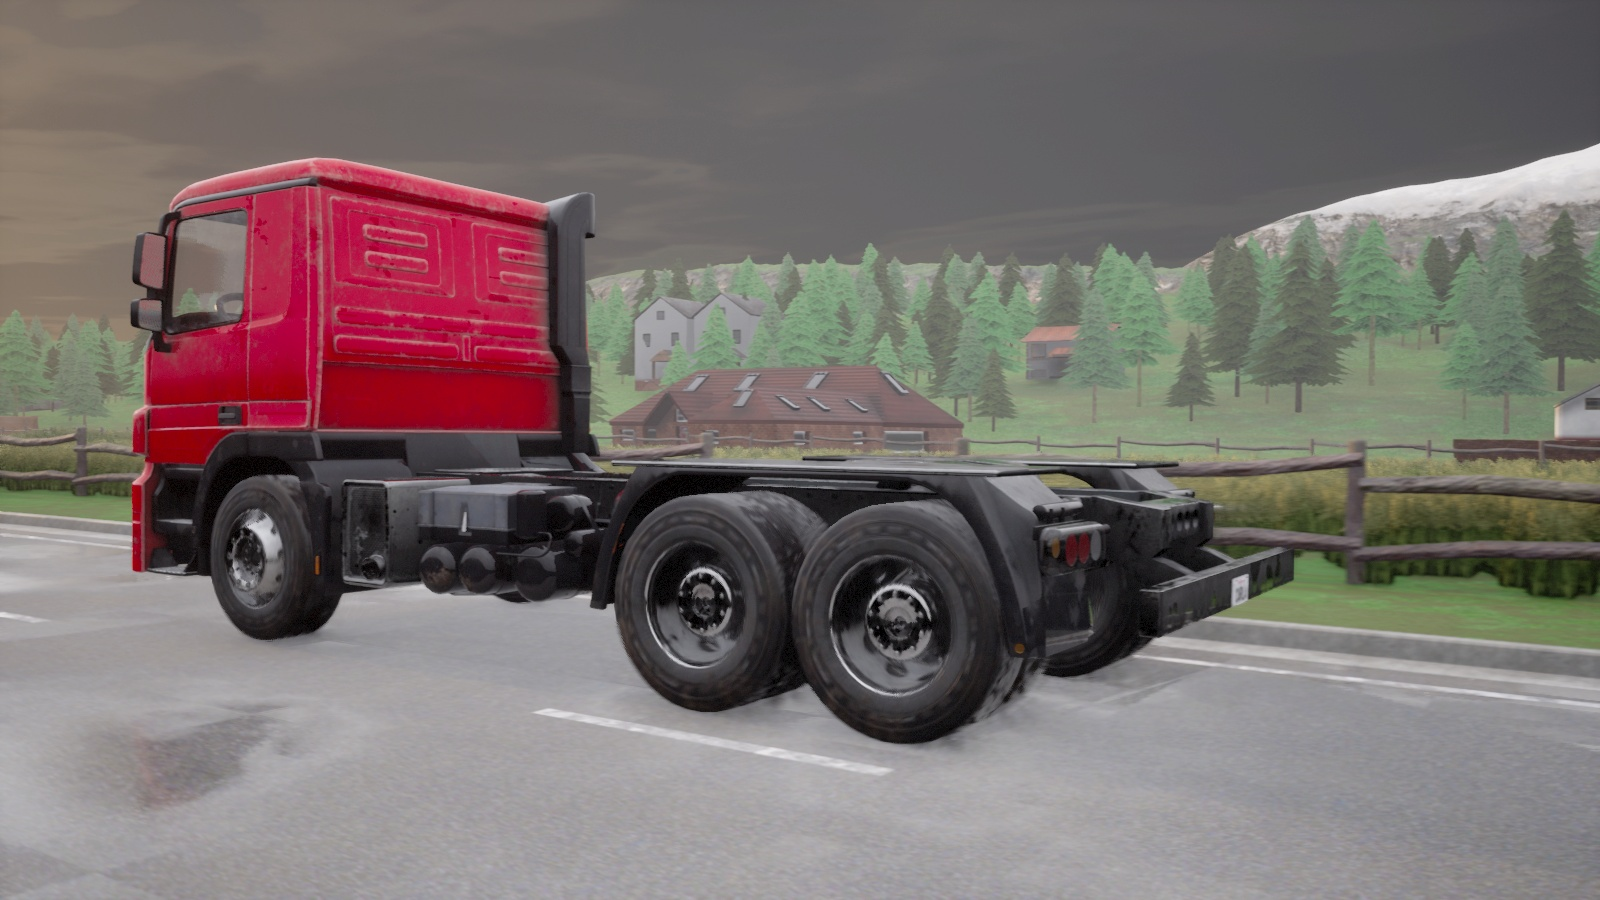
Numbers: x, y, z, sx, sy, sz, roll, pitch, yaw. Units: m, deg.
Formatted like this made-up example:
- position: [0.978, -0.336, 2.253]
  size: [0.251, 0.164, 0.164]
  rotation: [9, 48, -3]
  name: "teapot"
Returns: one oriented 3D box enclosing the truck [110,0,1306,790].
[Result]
- position: [-1.074, -0.357, 8.514]
  size: [7.936, 3.462, 2.891]
  rotation: [0, 1, 33]
  name: "truck"
